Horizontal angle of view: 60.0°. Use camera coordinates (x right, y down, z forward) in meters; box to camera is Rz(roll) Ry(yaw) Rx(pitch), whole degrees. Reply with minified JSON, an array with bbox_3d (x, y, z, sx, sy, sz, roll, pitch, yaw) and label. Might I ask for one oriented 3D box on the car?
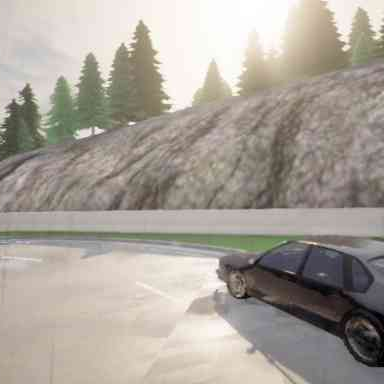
[{"bbox_3d":[2.395,1.479,5.748,2.033,1.411,5.357,-2,0,-24],"label":"car"}]
